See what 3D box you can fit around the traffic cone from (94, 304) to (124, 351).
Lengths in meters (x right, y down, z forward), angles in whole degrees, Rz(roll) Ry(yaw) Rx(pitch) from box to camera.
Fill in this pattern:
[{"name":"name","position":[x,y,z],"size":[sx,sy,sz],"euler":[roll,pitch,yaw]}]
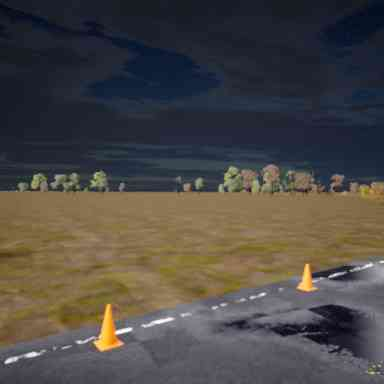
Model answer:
[{"name":"traffic cone","position":[-1.235,1.971,4.955],"size":[0.340,0.580,0.340],"euler":[0,0,-36]}]

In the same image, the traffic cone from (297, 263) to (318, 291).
[{"name":"traffic cone","position":[2.744,1.998,7.904],"size":[0.340,0.580,0.340],"euler":[0,0,-37]}]
